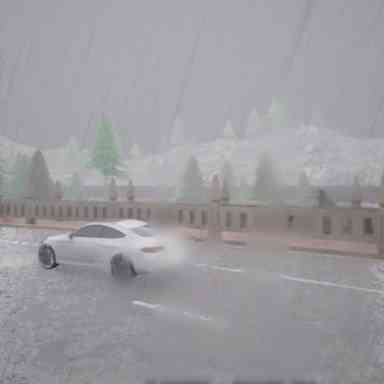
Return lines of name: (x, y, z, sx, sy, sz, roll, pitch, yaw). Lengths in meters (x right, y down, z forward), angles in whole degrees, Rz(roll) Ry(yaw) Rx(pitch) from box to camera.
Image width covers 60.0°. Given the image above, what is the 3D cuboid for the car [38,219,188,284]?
car: (-2.315, 1.482, 9.371, 4.674, 1.442, 1.812, 0, 0, 31)
